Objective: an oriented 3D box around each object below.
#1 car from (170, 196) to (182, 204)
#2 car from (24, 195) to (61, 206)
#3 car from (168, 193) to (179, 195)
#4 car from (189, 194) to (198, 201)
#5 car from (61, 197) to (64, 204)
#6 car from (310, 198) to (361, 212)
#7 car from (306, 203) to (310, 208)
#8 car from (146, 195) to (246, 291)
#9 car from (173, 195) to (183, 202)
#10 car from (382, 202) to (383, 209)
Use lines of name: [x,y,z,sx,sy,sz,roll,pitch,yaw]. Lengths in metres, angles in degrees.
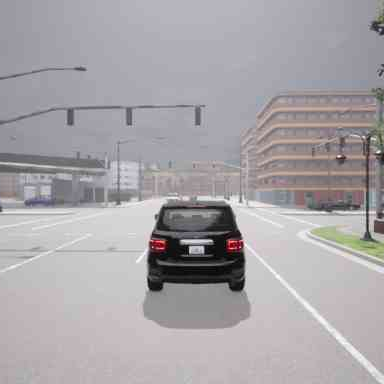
car: [-3.138,1.548,66.151,2.033,1.411,5.357,0,0,0]
car: [-23.263,1.295,51.115,4.611,1.667,2.242,0,0,1]
car: [-3.066,1.221,54.541,2.150,2.045,5.566,0,0,2]
car: [0.287,1.372,81.202,2.128,1.511,4.902,0,0,0]
car: [-23.974,1.456,56.867,3.806,1.475,1.970,0,0,1]
car: [16.337,1.601,37.672,4.718,1.301,1.895,0,0,-3]
car: [16.723,1.505,41.148,4.892,1.490,1.837,0,0,1]
car: [0.095,1.221,9.164,2.150,2.045,5.566,0,0,0]
car: [-3.180,1.540,76.782,2.033,1.411,5.357,0,0,0]
car: [25.895,1.352,41.061,4.553,1.767,2.097,0,0,0]
